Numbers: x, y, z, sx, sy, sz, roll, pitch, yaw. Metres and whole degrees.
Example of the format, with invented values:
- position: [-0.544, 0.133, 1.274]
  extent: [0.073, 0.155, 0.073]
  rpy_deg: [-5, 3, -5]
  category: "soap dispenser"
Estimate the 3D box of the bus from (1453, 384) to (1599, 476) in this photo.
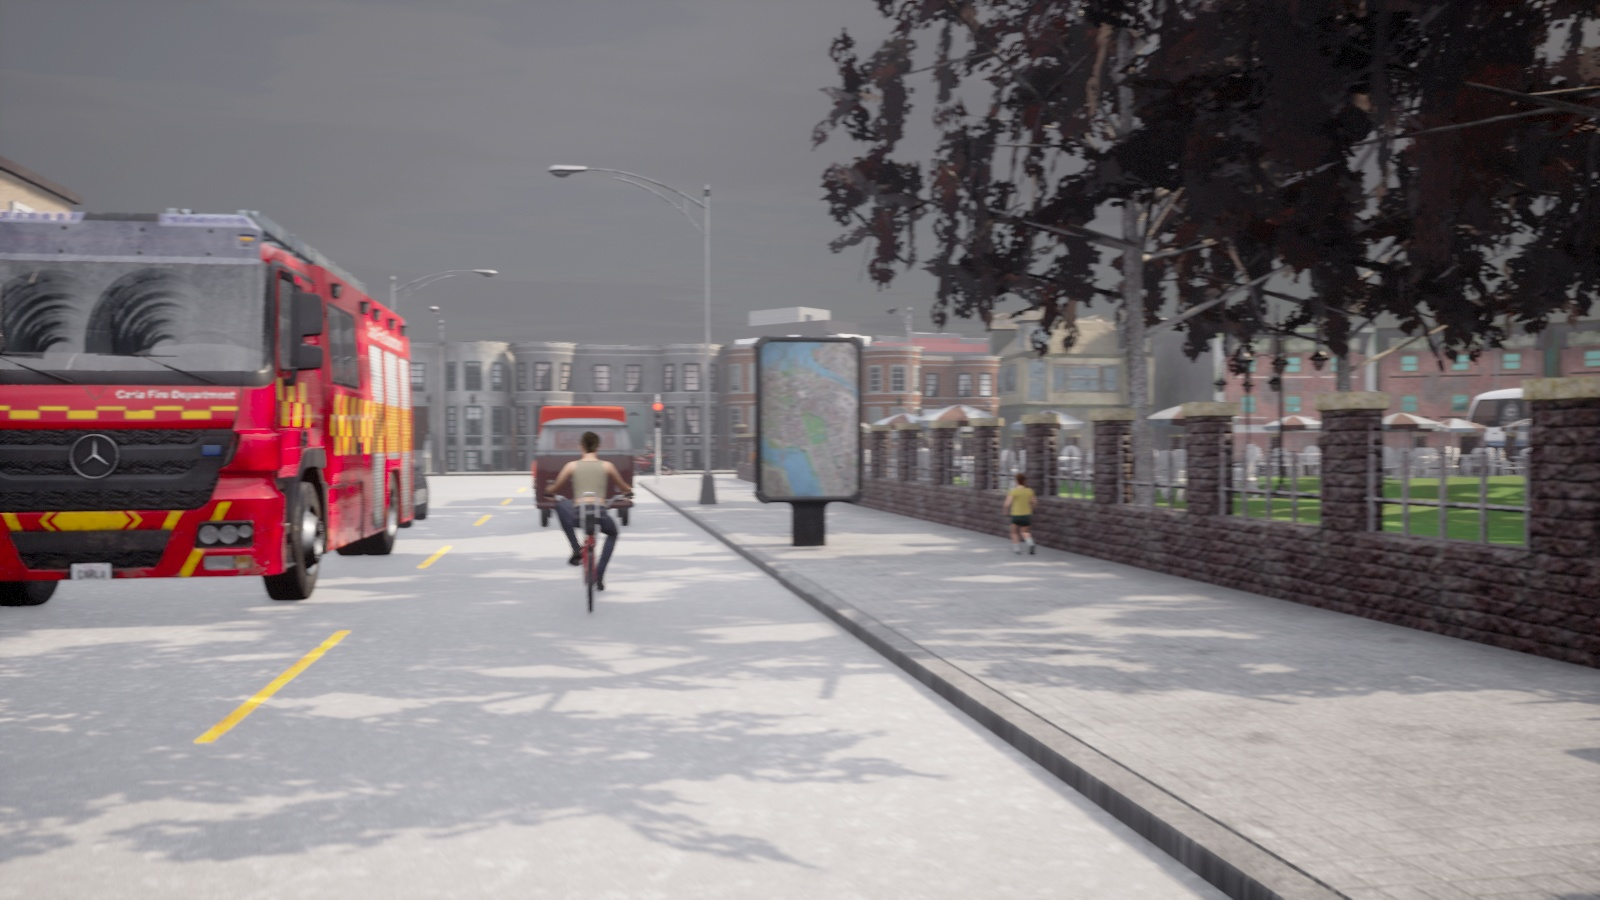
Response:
- position: [37.789, -0.958, 61.731]
  extent: [3.944, 4.253, 10.273]
  rpy_deg: [-1, 1, -18]
  category: "bus"

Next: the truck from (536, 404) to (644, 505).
- position: [-5.620, 0.112, 33.618]
  extent: [2.627, 2.467, 5.204]
  rpy_deg: [0, 0, -10]
  category: "truck"

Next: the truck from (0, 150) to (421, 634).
- position: [-6.384, -0.474, 14.202]
  extent: [2.891, 3.827, 8.468]
  rpy_deg: [0, 0, -9]
  category: "truck"

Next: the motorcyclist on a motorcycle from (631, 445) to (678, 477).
- position: [-6.945, 0.520, 59.958]
  extent: [2.191, 1.530, 0.866]
  rpy_deg: [0, 0, -10]
  category: "motorcyclist on a motorcycle"

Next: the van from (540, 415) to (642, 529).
- position: [-4.038, 0.391, 24.287]
  extent: [1.775, 1.987, 4.442]
  rpy_deg: [0, 0, -10]
  category: "van"

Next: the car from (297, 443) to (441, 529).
- position: [-7.977, 0.615, 23.582]
  extent: [1.970, 1.475, 3.806]
  rpy_deg: [0, 0, -10]
  category: "car"

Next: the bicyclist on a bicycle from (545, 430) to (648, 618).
- position: [-1.881, 0.633, 11.575]
  extent: [0.866, 1.612, 1.509]
  rpy_deg: [0, 0, -10]
  category: "bicyclist on a bicycle"

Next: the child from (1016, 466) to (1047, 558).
- position: [2.866, 0.763, 15.584]
  extent: [0.255, 1.110, 0.394]
  rpy_deg: [0, 0, -11]
  category: "child"
